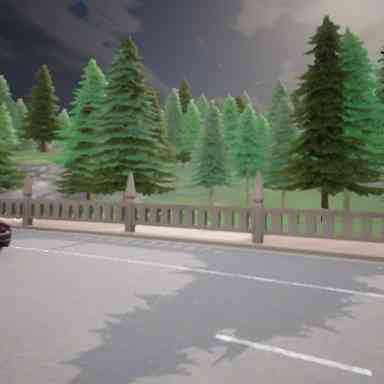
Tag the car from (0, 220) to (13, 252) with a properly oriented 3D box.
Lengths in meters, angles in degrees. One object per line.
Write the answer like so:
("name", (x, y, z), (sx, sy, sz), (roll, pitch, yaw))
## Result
("car", (-8.188, 1.283, 10.976), (4.892, 1.490, 1.837), (1, 1, 23))
